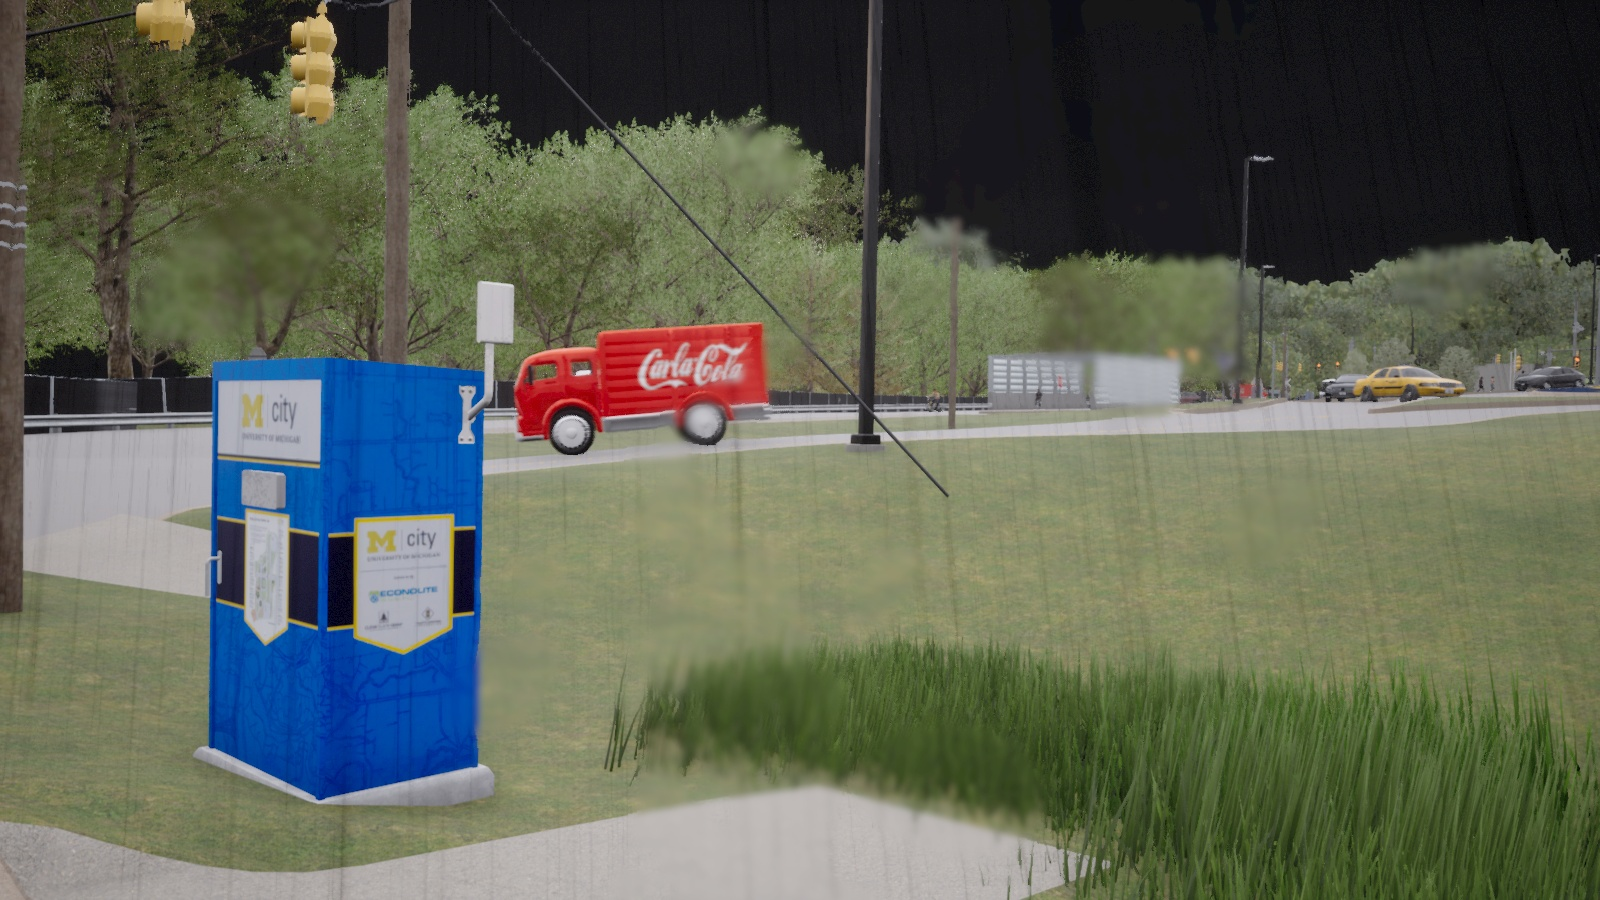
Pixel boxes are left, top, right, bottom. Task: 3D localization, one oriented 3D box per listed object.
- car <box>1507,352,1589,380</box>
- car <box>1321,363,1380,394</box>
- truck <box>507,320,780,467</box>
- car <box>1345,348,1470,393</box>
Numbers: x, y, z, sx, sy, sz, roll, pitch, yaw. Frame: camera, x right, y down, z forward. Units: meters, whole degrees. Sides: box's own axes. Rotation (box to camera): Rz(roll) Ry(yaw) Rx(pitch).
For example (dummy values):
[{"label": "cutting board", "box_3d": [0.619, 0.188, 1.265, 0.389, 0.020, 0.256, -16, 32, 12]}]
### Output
[{"label": "car", "box_3d": [46.863, -5.273, 78.659, 4.892, 1.490, 1.837, -4, 3, -23]}, {"label": "car", "box_3d": [27.070, -3.500, 61.662, 1.812, 1.442, 4.674, 1, 3, 34]}, {"label": "truck", "box_3d": [-3.301, -1.193, 26.364, 5.204, 2.467, 2.627, -6, 3, -10]}, {"label": "car", "box_3d": [23.536, -3.048, 48.935, 1.801, 1.575, 5.366, 0, 2, -6]}]
